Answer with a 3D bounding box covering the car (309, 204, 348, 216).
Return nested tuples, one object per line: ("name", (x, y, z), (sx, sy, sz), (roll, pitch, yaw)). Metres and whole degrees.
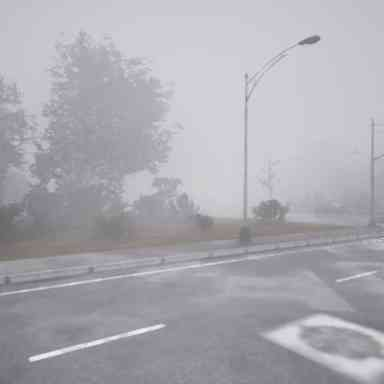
("car", (17.304, 2.283, 42.458), (1.837, 1.490, 4.892), (1, -3, -32))
